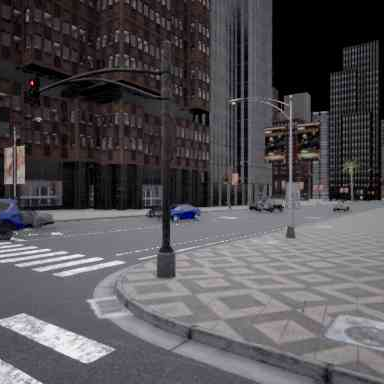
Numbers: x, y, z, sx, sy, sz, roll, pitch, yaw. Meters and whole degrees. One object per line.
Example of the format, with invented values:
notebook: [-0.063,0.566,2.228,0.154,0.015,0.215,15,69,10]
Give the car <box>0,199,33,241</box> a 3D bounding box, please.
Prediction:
car: [-10.887,1.344,15.609,2.150,2.045,5.566,0,-1,35]

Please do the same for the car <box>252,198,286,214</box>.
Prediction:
car: [10.946,1.894,46.454,2.150,2.045,5.566,0,-1,36]

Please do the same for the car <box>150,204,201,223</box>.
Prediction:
car: [-1.124,1.843,29.442,1.882,1.535,5.008,0,-1,35]

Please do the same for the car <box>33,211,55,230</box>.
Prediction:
car: [-11.372,1.720,20.720,2.033,1.411,5.357,0,-1,37]

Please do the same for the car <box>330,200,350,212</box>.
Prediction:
car: [24.184,2.430,53.688,2.033,1.411,5.357,0,-1,34]

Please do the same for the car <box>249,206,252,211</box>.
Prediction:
car: [10.556,2.326,51.482,1.895,1.301,4.718,0,-1,35]

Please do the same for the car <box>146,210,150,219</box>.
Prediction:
car: [-2.640,1.954,32.932,1.994,1.385,4.181,0,-1,35]
